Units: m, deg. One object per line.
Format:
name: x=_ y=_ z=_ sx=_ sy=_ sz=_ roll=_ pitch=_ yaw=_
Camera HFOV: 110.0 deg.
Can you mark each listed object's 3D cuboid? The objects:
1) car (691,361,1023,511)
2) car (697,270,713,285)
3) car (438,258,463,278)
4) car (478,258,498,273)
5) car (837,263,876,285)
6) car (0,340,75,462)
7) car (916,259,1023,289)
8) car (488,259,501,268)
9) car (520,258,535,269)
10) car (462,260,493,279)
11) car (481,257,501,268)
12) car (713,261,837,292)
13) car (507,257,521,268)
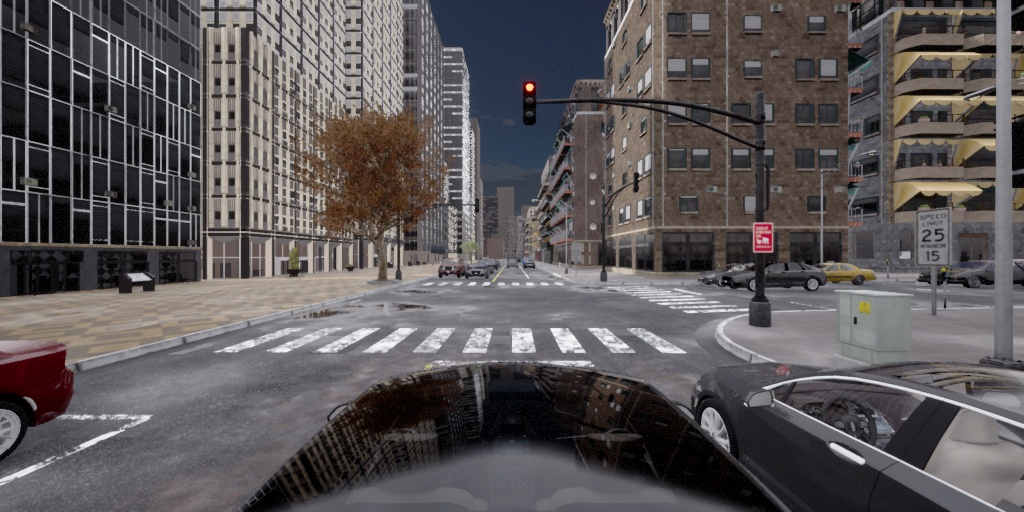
car: x=2.689 y=1.300 z=2.002 sx=2.007 sy=1.370 sz=4.403 roll=0 pitch=0 yaw=0
car: x=13.441 y=1.095 z=21.415 sx=4.403 sy=1.370 sz=2.007 roll=0 pitch=0 yaw=-1
car: x=-5.682 y=1.078 z=34.393 sx=2.192 sy=1.841 sz=5.009 roll=0 pitch=0 yaw=0
car: x=-3.088 y=1.317 z=42.259 sx=2.033 sy=1.411 sz=5.357 roll=0 pitch=0 yaw=0
car: x=18.838 y=0.992 z=21.468 sx=4.829 sy=1.417 sz=1.751 roll=0 pitch=0 yaw=-1
car: x=-5.691 y=1.295 z=2.005 sx=1.888 sy=1.381 sz=4.507 roll=0 pitch=0 yaw=0
car: x=24.893 y=0.933 z=18.935 sx=5.357 sy=1.411 sz=2.033 roll=-1 pitch=0 yaw=0
car: x=-3.030 y=1.281 z=62.786 sx=2.128 sy=1.511 sz=4.902 roll=0 pitch=0 yaw=0
car: x=2.706 y=1.348 z=56.481 sx=1.948 sy=1.339 sz=4.313 roll=0 pitch=0 yaw=0
car: x=-3.082 y=1.326 z=32.874 sx=1.994 sy=1.385 sz=4.181 roll=0 pitch=0 yaw=1
car: x=-3.074 y=1.130 z=52.408 sx=2.097 sy=1.767 sz=4.553 roll=0 pitch=0 yaw=0
car: x=13.656 y=1.047 z=18.837 sx=4.892 sy=1.490 sz=1.837 roll=-1 pitch=0 yaw=0
car: x=0.130 y=1.336 z=61.723 sx=2.033 sy=1.411 sz=5.357 roll=0 pitch=0 yaw=0
